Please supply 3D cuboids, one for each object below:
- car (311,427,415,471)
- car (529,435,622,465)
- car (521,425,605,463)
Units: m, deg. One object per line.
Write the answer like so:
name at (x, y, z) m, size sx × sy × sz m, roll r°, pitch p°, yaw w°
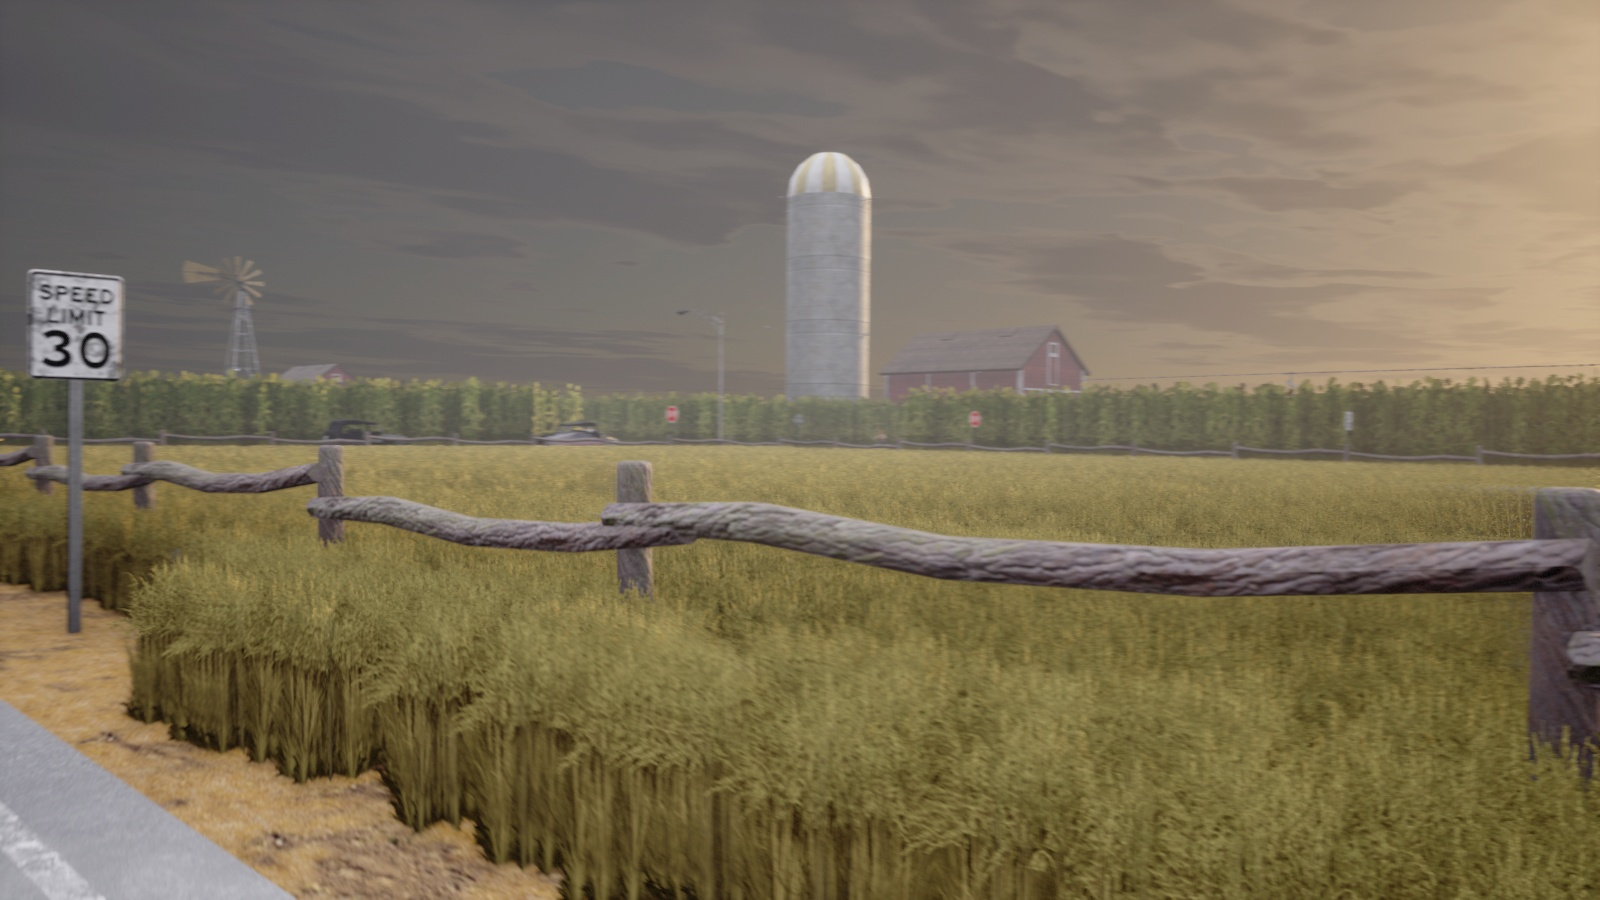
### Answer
car at (-19.257, -0.074, 55.370) m, size 3.866 × 1.878 × 1.905 m, roll -2°, pitch 1°, yaw -44°
car at (-11.254, -0.023, 63.050) m, size 4.181 × 1.385 × 1.994 m, roll -2°, pitch 2°, yaw -44°
car at (-12.474, -0.333, 66.109) m, size 3.866 × 1.878 × 1.905 m, roll -2°, pitch 1°, yaw -41°
